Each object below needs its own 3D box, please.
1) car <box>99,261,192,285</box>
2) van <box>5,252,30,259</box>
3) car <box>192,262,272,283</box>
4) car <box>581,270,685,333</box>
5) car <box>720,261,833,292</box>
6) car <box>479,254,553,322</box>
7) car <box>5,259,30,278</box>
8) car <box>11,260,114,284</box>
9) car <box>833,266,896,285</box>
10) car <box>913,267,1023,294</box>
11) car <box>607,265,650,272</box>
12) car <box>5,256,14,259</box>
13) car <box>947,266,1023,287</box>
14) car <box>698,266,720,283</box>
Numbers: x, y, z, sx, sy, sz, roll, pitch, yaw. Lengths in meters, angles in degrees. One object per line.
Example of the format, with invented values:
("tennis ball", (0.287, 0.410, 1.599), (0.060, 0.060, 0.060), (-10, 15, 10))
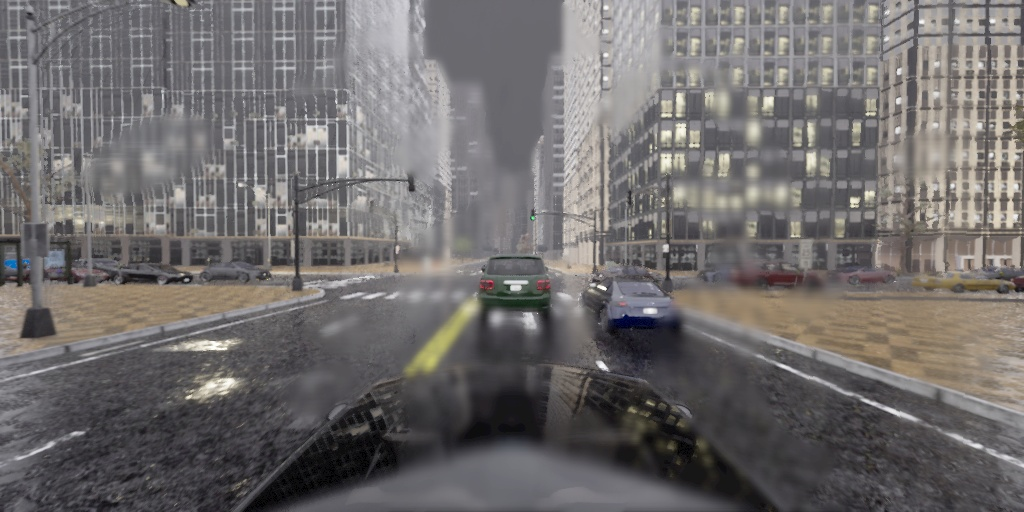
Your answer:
("car", (-22.728, 1.134, 22.704), (4.313, 1.339, 1.948), (0, 0, 1))
("van", (-45.283, 0.547, 31.673), (3.998, 1.789, 1.690), (0, 0, 1))
("car", (-19.461, 1.111, 25.342), (4.181, 1.385, 1.994), (1, 1, 1))
("car", (3.349, 1.290, 10.662), (1.994, 1.385, 4.181), (0, 0, 0))
("car", (16.197, 1.228, 22.171), (5.009, 1.841, 2.192), (0, 0, 1))
("car", (0.102, 0.942, 12.338), (2.150, 2.045, 5.566), (0, 0, 0))
("car", (-34.093, 1.029, 23.012), (4.313, 1.339, 1.948), (0, 0, 1))
("car", (-28.412, 1.098, 22.838), (4.207, 1.307, 1.802), (0, 0, 1))
("car", (26.874, 1.464, 27.766), (4.181, 1.385, 1.994), (0, 1, 1))
("car", (27.645, 1.537, 21.973), (4.829, 1.417, 1.751), (0, 0, 1))
("car", (8.087, 1.347, 24.639), (5.357, 1.411, 2.033), (0, 1, -28))
("car", (-39.503, 0.891, 25.758), (4.674, 1.442, 1.812), (1, 1, 2))
("car", (37.430, 1.539, 27.570), (5.357, 1.411, 2.033), (0, 1, 1))
("car", (16.880, 1.377, 27.933), (4.181, 1.385, 1.994), (1, 1, 1))
